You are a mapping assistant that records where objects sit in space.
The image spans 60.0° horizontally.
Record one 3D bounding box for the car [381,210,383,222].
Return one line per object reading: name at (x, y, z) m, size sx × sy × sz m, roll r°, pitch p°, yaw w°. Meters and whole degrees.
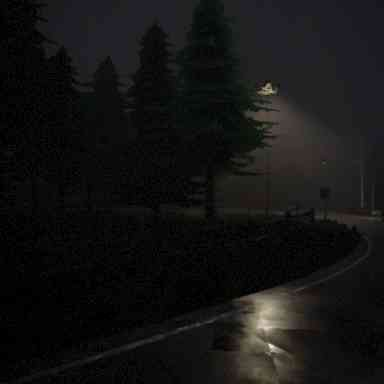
car at (14.781, 1.476, 22.742) m, size 2.128 × 1.511 × 4.902 m, roll 0°, pitch 0°, yaw 5°
